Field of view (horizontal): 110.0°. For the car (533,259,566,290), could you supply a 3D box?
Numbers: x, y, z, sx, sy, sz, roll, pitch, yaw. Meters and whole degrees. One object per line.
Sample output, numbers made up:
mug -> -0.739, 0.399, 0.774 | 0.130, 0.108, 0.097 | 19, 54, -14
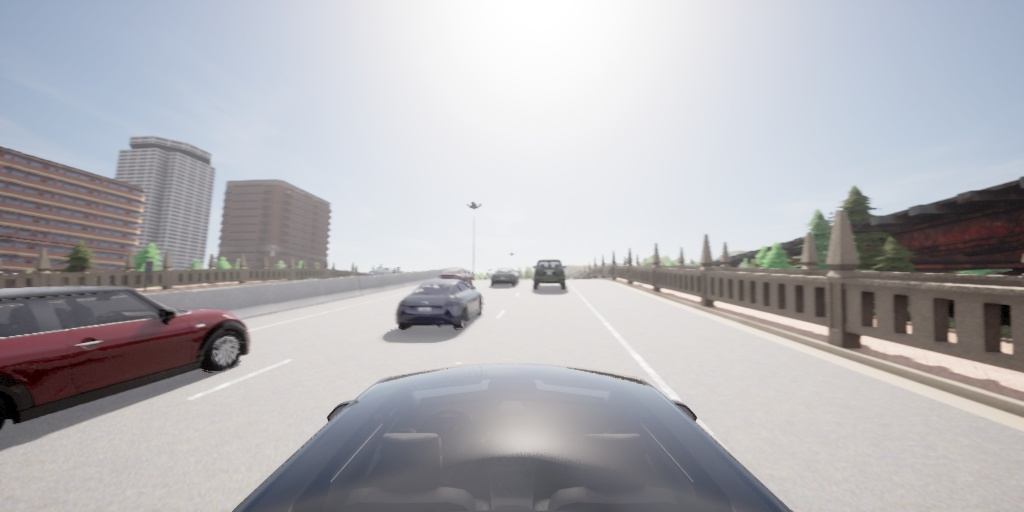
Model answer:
car -> 2.654, 1.227, 25.411 | 2.150, 2.045, 5.566 | -1, -1, 6

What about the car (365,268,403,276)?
car -> -13.697, 2.027, 39.656 | 2.128, 1.511, 4.902 | -1, -3, 6

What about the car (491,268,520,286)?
car -> -0.503, 1.650, 28.965 | 1.994, 1.385, 4.181 | -1, -1, 6

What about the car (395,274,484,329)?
car -> -2.202, 1.461, 11.865 | 1.994, 1.385, 4.181 | -1, -1, 6

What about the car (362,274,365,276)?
car -> -16.670, 2.422, 44.945 | 2.033, 1.411, 5.357 | -1, -4, 6

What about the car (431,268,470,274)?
car -> -4.230, 1.625, 26.853 | 1.812, 1.442, 4.674 | -1, -1, 6

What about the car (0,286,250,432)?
car -> -6.379, 1.214, 5.252 | 2.097, 1.767, 4.553 | -1, -1, 6
